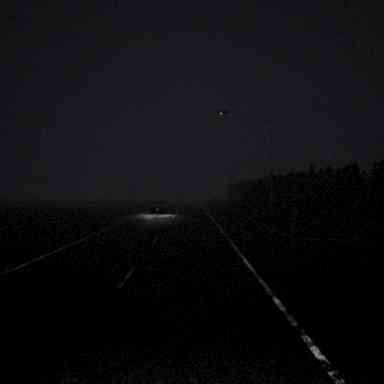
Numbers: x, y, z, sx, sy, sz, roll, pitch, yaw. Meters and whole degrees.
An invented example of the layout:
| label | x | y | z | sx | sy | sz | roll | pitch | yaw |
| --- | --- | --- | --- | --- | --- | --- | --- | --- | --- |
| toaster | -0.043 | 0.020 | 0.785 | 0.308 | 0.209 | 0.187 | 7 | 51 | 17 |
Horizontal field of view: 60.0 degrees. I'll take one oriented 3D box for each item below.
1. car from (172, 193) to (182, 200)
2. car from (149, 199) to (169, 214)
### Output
| label | x | y | z | sx | sy | sz | roll | pitch | yaw |
| --- | --- | --- | --- | --- | --- | --- | --- | --- | --- |
| car | -3.402 | 1.133 | 77.587 | 2.150 | 2.045 | 5.566 | 0 | 0 | 0 |
| car | -3.549 | 1.574 | 36.507 | 1.837 | 1.490 | 4.892 | 0 | 0 | 0 |
